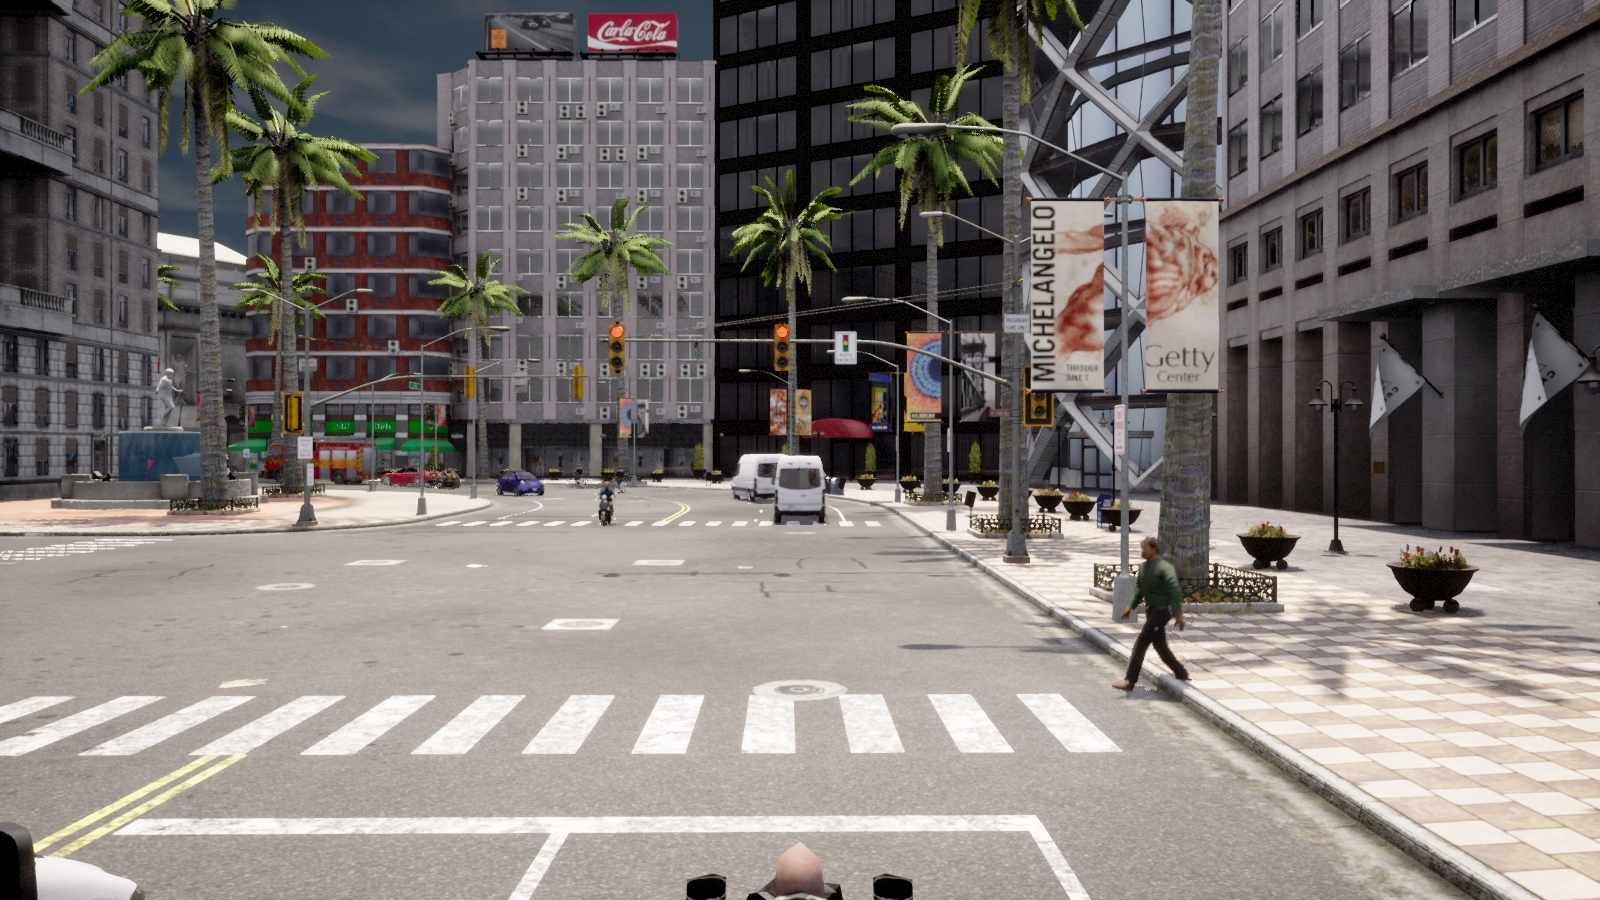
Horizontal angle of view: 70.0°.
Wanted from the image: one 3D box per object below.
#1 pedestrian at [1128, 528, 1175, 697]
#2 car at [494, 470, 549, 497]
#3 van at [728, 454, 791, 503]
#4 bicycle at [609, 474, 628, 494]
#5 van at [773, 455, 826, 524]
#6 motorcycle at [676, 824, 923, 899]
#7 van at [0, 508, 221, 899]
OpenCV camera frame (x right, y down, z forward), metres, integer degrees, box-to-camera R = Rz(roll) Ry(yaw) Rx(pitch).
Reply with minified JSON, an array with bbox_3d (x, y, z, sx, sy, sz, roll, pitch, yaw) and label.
[{"bbox_3d":[4.002,1.839,13.022,0.375,1.860,0.375,0,0,-10],"label":"pedestrian"},{"bbox_3d":[-16.740,2.011,68.621,1.845,1.501,3.633,0,0,-39],"label":"car"},{"bbox_3d":[-2.296,1.510,62.826,1.988,2.561,5.915,0,0,-17],"label":"van"},{"bbox_3d":[-11.627,2.181,73.269,0.329,1.171,1.835,-2,2,-38],"label":"bicycle"},{"bbox_3d":[-0.023,1.516,46.119,1.988,2.561,5.915,0,0,0],"label":"van"},{"bbox_3d":[-0.001,2.203,3.717,0.867,1.251,2.209,0,0,0],"label":"motorcycle"},{"bbox_3d":[-3.507,1.533,1.998,1.988,2.561,5.915,0,0,0],"label":"van"}]
